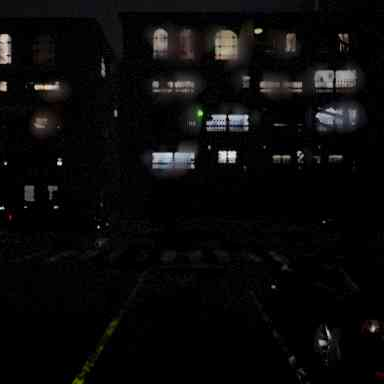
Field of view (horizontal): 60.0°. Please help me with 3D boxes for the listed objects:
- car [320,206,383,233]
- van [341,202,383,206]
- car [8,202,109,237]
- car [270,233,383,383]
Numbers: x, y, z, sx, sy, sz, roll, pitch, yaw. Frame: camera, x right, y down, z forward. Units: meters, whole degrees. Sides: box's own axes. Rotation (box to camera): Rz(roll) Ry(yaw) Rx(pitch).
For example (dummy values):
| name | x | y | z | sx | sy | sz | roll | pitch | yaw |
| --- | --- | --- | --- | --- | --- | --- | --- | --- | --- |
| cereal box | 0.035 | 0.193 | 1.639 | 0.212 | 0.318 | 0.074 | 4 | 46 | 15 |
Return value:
| name | x | y | z | sx | sy | sz | roll | pitch | yaw |
| --- | --- | --- | --- | --- | --- | --- | --- | --- | --- |
| car | 9.834 | 1.727 | 19.749 | 4.181 | 1.385 | 1.994 | -1 | -1 | 0 |
| van | 13.081 | 1.609 | 25.083 | 3.998 | 1.788 | 1.690 | 0 | -1 | 0 |
| car | -7.787 | 1.589 | 19.668 | 5.566 | 2.045 | 2.150 | 0 | -1 | 0 |
| car | 2.574 | 1.637 | 5.505 | 1.947 | 1.339 | 4.313 | 1 | -1 | 0 |
